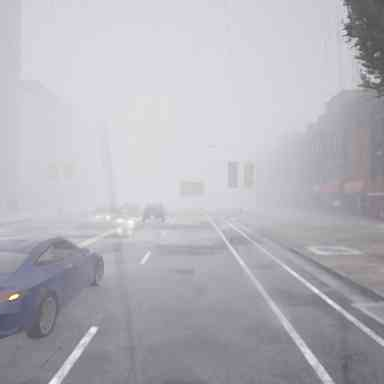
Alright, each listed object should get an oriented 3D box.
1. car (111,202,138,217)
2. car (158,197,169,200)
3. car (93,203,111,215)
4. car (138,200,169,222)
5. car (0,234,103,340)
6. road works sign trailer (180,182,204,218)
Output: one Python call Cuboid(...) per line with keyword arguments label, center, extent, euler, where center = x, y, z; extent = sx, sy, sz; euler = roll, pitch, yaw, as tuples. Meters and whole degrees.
Cuboid(label="car", center=(-6.588, 1.790, 35.070), extent=(2.128, 1.511, 4.902), euler=(0, -1, 0))
Cuboid(label="car", center=(-6.493, 2.228, 76.676), extent=(2.150, 2.045, 5.566), euler=(0, -1, 0))
Cuboid(label="car", center=(-9.835, 1.907, 38.209), extent=(1.994, 1.385, 4.181), euler=(0, -1, 0))
Cuboid(label="car", center=(-3.149, 1.724, 28.761), extent=(1.837, 1.490, 4.892), euler=(0, -1, 0))
Cuboid(label="car", center=(-3.150, 1.559, 6.504), extent=(1.812, 1.442, 4.674), euler=(0, 0, 0))
Cuboid(label="road works sign trailer", center=(0.003, 0.746, 33.891), extent=(2.380, 3.560, 2.880), euler=(0, -1, 0))
